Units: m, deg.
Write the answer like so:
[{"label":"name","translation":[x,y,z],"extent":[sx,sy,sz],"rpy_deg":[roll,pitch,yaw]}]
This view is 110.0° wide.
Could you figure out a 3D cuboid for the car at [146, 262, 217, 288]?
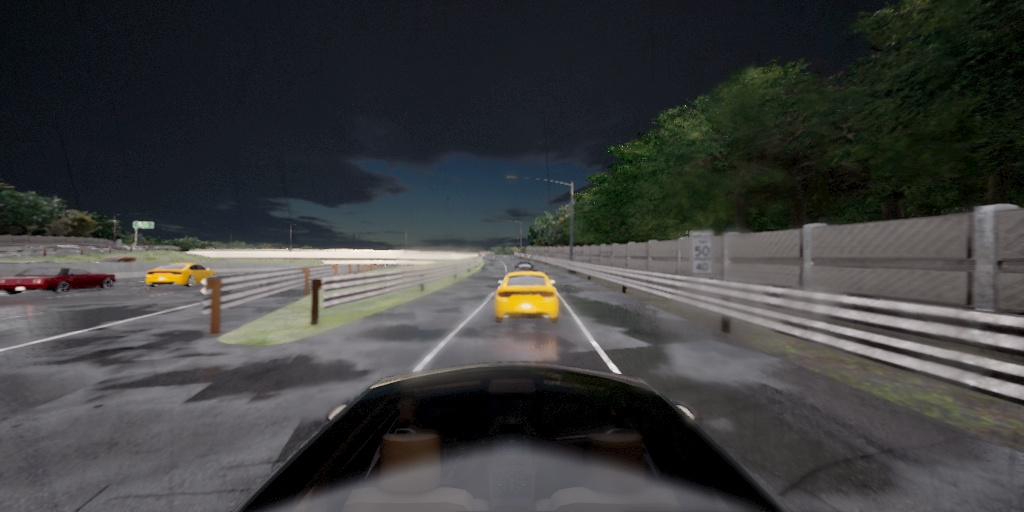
[{"label":"car","translation":[-20.923,1.183,22.968],"extent":[1.882,1.535,5.008],"rpy_deg":[1,-1,-19]}]

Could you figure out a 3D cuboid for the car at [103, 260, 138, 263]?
[{"label":"car","translation":[-41.198,1.414,38.993],"extent":[1.895,1.301,4.718],"rpy_deg":[1,-1,-18]}]

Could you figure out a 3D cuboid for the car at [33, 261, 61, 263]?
[{"label":"car","translation":[-47.801,1.264,36.723],"extent":[2.033,1.411,5.357],"rpy_deg":[1,-1,-18]}]

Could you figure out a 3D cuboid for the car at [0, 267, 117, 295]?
[{"label":"car","translation":[-23.105,1.221,18.457],"extent":[1.895,1.301,4.718],"rpy_deg":[1,-1,-19]}]

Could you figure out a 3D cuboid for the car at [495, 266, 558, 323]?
[{"label":"car","translation":[0.514,1.277,12.512],"extent":[1.882,1.535,5.008],"rpy_deg":[0,0,3]}]

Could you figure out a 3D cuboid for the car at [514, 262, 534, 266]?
[{"label":"car","translation":[1.136,1.279,32.771],"extent":[1.812,1.442,4.674],"rpy_deg":[0,1,1]}]
